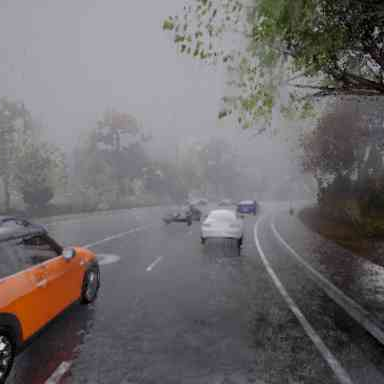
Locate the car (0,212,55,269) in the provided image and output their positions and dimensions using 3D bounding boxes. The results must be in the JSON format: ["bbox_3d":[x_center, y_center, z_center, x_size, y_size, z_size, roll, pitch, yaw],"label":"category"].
[{"bbox_3d":[-6.403,1.508,10.548,1.812,1.442,4.674,0,0,6],"label":"car"}]

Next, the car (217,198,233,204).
[{"bbox_3d":[5.417,1.616,51.560,1.994,1.385,4.181,0,0,26],"label":"car"}]

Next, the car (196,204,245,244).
[{"bbox_3d":[1.532,1.545,16.013,1.812,1.442,4.674,0,0,9],"label":"car"}]

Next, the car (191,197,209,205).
[{"bbox_3d":[0.948,1.517,50.320,2.128,1.511,4.902,0,0,26],"label":"car"}]

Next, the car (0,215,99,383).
[{"bbox_3d":[-3.098,1.345,5.314,2.097,1.767,4.553,0,0,3],"label":"car"}]

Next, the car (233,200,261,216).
[{"bbox_3d":[5.745,1.530,33.503,1.882,1.535,5.008,0,0,18],"label":"car"}]

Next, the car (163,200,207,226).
[{"bbox_3d":[-0.563,1.562,23.918,2.033,1.411,5.357,0,0,13],"label":"car"}]
